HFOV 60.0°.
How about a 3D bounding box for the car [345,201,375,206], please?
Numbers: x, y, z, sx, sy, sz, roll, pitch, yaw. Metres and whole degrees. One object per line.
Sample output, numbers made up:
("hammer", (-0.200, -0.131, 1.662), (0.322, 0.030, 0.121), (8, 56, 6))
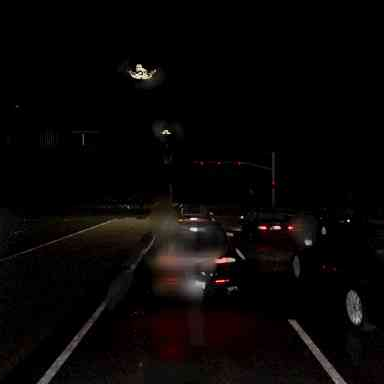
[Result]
("car", (16.080, 1.564, 33.255), (4.181, 1.385, 1.994), (0, 0, 0))

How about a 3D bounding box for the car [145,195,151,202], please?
("car", (-11.580, 1.524, 79.316), (1.812, 1.442, 4.674), (0, 0, 0))

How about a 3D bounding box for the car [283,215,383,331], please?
("car", (3.593, 1.478, 6.890), (1.882, 1.535, 5.008), (0, 0, 0))

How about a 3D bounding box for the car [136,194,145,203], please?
("car", (-11.569, 1.500, 69.046), (1.837, 1.490, 4.892), (0, 0, 0))

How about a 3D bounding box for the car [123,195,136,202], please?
("car", (-15.081, 1.525, 80.587), (2.128, 1.511, 4.902), (0, 0, 0))

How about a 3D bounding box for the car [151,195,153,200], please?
("car", (-11.581, 1.524, 89.723), (2.128, 1.511, 4.902), (0, 0, 0))

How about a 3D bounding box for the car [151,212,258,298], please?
("car", (0.091, 1.491, 8.495), (2.128, 1.511, 4.902), (0, 0, 0))

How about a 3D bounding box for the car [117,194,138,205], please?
("car", (-11.656, 1.564, 60.224), (1.994, 1.385, 4.181), (0, 0, 1))

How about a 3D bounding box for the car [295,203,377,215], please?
("car", (7.084, 1.505, 16.975), (1.837, 1.490, 4.892), (0, 0, 0))

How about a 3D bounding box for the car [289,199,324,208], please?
("car", (15.350, 1.601, 43.920), (4.718, 1.301, 1.895), (0, 0, 3))

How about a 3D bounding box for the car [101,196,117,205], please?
("car", (-15.116, 1.477, 60.706), (1.882, 1.535, 5.008), (0, 0, 0))

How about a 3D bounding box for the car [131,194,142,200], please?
("car", (-15.072, 1.348, 90.753), (2.097, 1.767, 4.553), (0, 0, 0))

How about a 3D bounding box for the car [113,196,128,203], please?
("car", (-15.071, 1.540, 70.484), (2.033, 1.411, 5.357), (0, 0, 0))

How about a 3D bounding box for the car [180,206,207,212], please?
("car", (0.084, 1.505, 17.916), (1.837, 1.490, 4.892), (0, 0, 0))

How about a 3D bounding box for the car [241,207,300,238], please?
("car", (3.586, 1.547, 16.510), (2.033, 1.411, 5.357), (0, 0, 0))
